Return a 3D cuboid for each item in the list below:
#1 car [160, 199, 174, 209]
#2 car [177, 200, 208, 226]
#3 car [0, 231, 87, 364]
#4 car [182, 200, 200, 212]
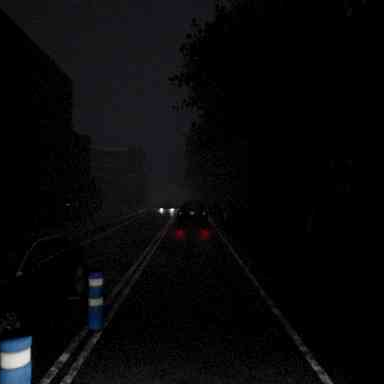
[{"bbox_3d":[-3.652,1.746,49.853,1.812,1.442,4.674,0,0,-1],"label":"car"},{"bbox_3d":[0.017,1.461,24.199,2.097,1.767,4.553,0,0,0],"label":"car"},{"bbox_3d":[-3.361,1.522,5.911,2.128,1.511,4.902,0,0,0],"label":"car"},{"bbox_3d":[-0.155,1.710,41.818,2.033,1.411,5.357,0,0,-1],"label":"car"}]
